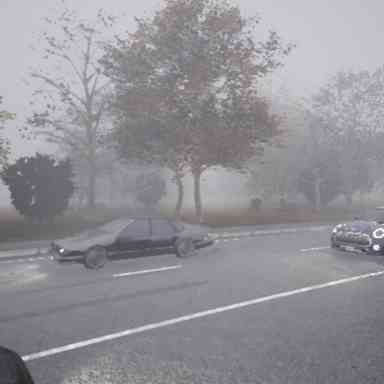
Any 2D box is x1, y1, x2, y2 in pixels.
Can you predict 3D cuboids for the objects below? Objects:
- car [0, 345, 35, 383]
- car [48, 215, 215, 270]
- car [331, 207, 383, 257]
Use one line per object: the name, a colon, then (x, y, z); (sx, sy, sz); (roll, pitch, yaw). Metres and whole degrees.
car: (-2.884, 1.552, 1.529); (4.181, 1.385, 1.994); (0, 0, -36)
car: (-1.800, 1.509, 11.054); (5.357, 1.411, 2.033); (0, 0, -33)
car: (7.349, 1.332, 12.359); (4.553, 1.767, 2.097); (0, 0, -28)
